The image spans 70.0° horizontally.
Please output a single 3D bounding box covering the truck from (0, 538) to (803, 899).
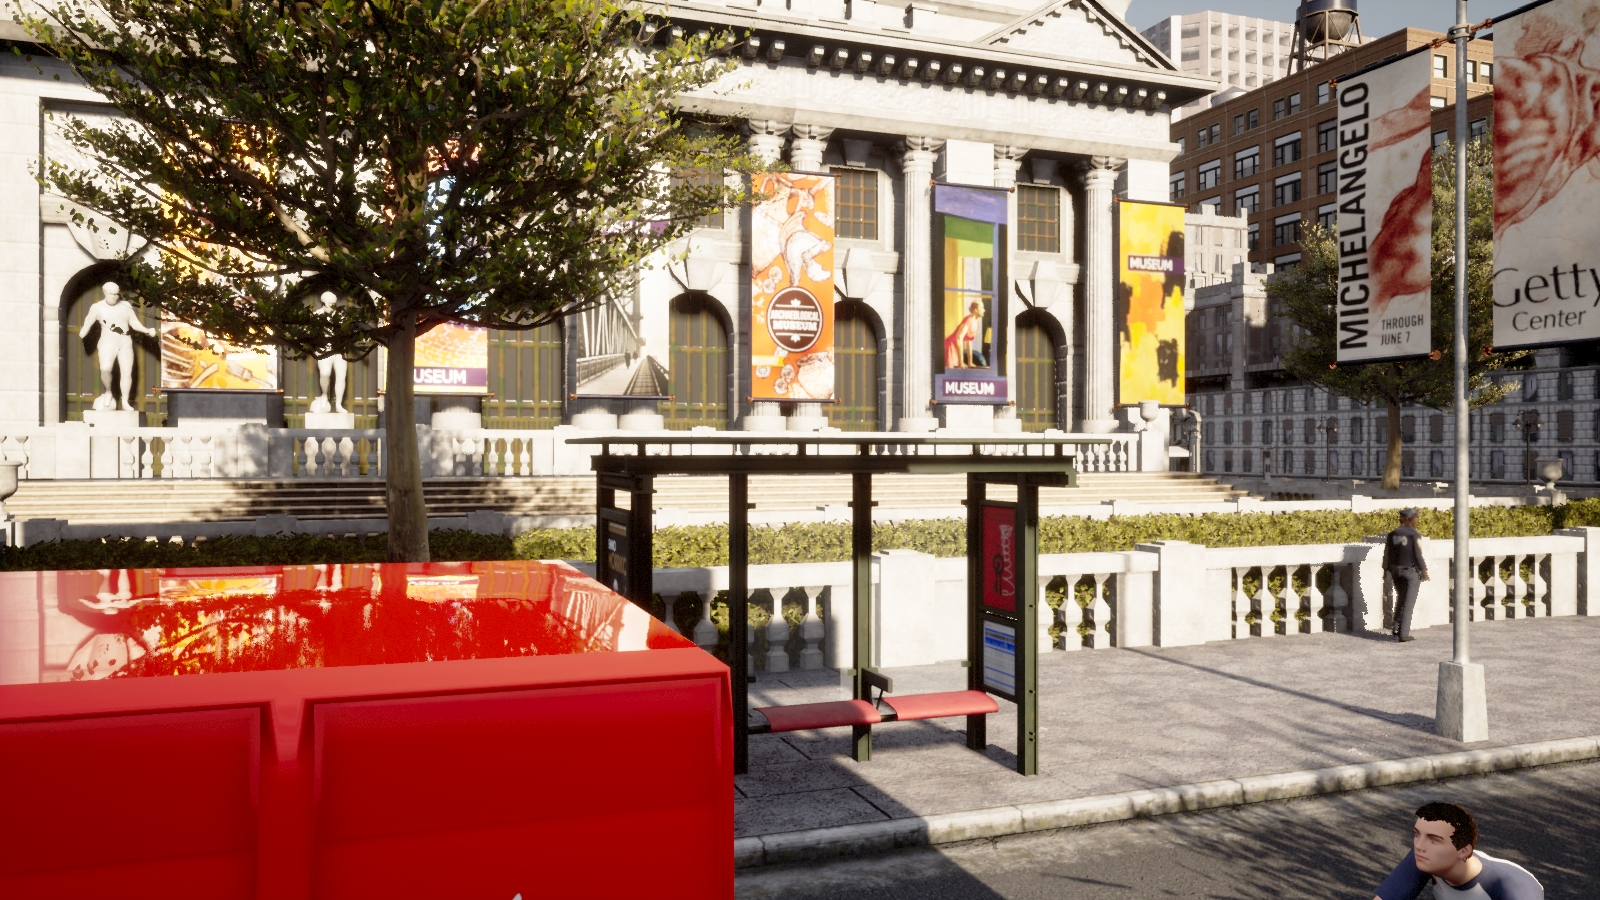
[{"bbox_3d":[-2.888,1.568,2.235,5.204,2.467,2.627,0,0,-20],"label":"truck"}]

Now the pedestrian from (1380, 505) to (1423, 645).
[{"bbox_3d":[8.240,1.701,15.657,0.375,1.860,0.375,0,0,-27],"label":"pedestrian"}]
